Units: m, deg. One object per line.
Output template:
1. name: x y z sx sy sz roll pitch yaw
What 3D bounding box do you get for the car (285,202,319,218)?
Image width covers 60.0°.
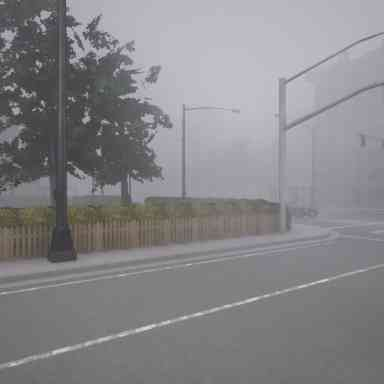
1. car: 8.918 1.601 29.920 1.895 1.301 4.718 0 0 -35

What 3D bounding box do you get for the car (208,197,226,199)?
1. car: 3.272 1.352 38.029 2.097 1.767 4.553 0 0 -35
